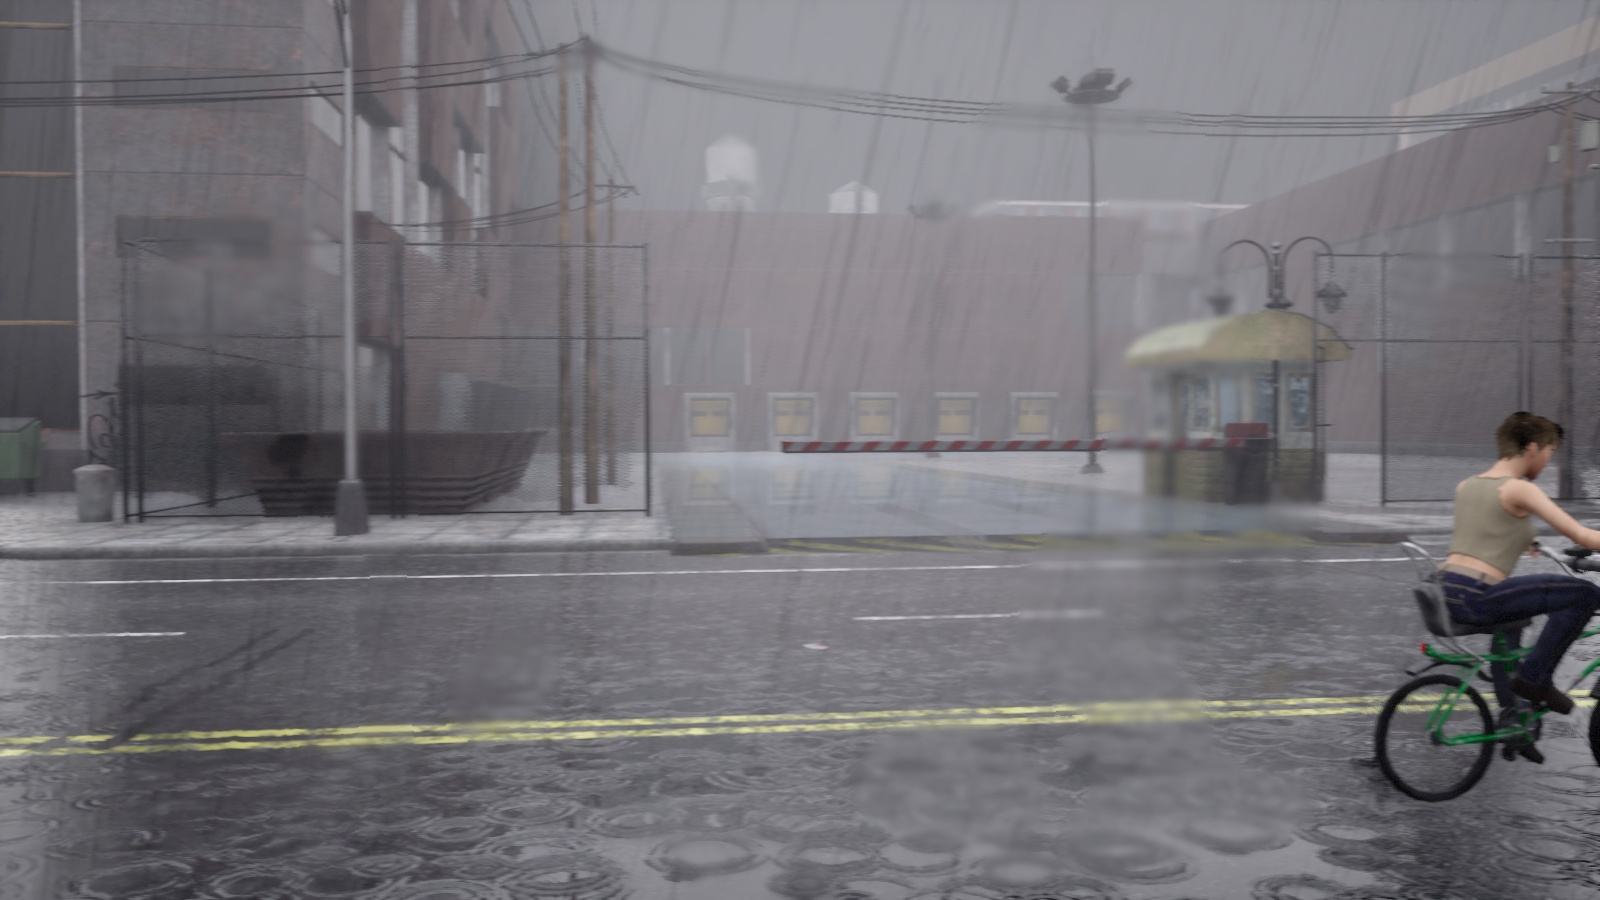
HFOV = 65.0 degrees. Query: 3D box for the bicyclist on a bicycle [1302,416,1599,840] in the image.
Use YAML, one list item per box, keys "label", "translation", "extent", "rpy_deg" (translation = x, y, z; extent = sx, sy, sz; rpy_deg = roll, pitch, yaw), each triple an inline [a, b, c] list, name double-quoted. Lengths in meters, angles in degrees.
- label: "bicyclist on a bicycle"
  translation: [3.056, 0.669, 5.279]
  extent: [1.509, 1.612, 0.866]
  rpy_deg: [0, 1, -7]
